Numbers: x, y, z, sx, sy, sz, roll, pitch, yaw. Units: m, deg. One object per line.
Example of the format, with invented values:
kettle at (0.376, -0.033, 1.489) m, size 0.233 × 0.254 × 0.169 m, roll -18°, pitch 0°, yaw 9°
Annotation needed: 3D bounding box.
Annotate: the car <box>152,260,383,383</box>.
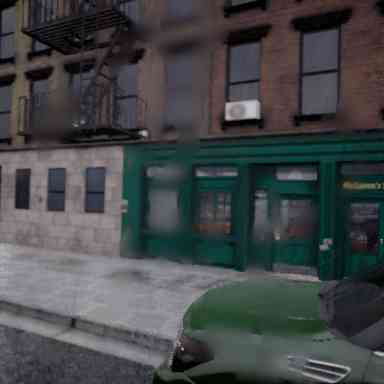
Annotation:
car at (2.447, 1.368, 2.450) m, size 5.566 × 2.045 × 2.150 m, roll 1°, pitch -1°, yaw 25°
